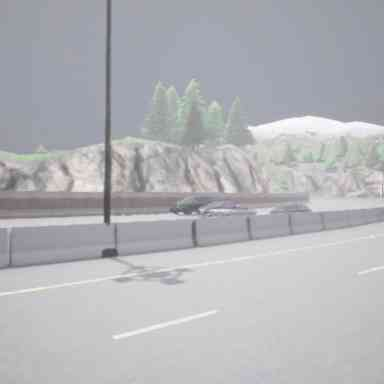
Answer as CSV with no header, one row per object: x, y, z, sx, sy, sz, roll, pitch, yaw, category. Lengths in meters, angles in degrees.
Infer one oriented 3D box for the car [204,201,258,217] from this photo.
3.603,1.759,29.002,4.718,1.301,1.895,1,0,-42,car

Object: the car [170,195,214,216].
0.279,1.387,35.411,5.566,2.045,2.150,0,0,-42,car

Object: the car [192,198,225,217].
2.740,1.663,32.953,4.902,1.511,2.128,1,0,-42,car

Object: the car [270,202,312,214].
8.650,1.695,28.873,4.892,1.490,1.837,1,0,-43,car
